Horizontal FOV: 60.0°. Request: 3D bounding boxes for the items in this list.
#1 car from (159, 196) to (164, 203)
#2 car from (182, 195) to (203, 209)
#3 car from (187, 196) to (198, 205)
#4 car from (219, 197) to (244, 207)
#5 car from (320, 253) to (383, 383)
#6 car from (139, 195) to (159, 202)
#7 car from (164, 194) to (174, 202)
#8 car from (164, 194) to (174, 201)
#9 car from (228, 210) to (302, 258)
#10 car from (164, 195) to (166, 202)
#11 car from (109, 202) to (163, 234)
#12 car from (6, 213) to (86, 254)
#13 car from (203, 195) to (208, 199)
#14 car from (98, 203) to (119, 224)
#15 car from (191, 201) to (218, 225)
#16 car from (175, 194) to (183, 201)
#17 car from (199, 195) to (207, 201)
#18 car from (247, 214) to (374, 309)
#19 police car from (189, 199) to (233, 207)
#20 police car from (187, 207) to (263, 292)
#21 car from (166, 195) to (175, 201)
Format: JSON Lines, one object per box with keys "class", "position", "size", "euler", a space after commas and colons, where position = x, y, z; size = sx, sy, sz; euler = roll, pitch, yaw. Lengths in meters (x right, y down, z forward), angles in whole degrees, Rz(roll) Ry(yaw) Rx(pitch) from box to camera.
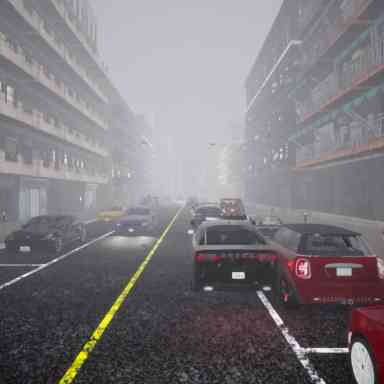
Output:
{"class": "car", "position": [-5.627, 1.305, 47.307], "size": [2.192, 1.841, 5.009], "euler": [0, 0, 0]}
{"class": "car", "position": [0.069, 1.483, 45.583], "size": [2.128, 1.511, 4.902], "euler": [0, 0, 0]}
{"class": "car", "position": [0.078, 1.463, 59.521], "size": [1.882, 1.535, 5.008], "euler": [0, 0, 0]}
{"class": "car", "position": [2.724, 1.312, 24.746], "size": [2.192, 1.841, 5.009], "euler": [0, 0, 0]}
{"class": "car", "position": [2.693, 1.545, 2.201], "size": [1.887, 1.381, 4.507], "euler": [0, 0, 0]}
{"class": "car", "position": [-5.635, 1.432, 41.671], "size": [1.967, 1.590, 4.097], "euler": [0, 0, 0]}
{"class": "car", "position": [-5.589, 1.293, 75.489], "size": [2.192, 1.841, 5.009], "euler": [0, 0, 0]}
{"class": "car", "position": [-5.583, 1.415, 81.125], "size": [1.967, 1.590, 4.097], "euler": [0, 0, 0]}
{"class": "car", "position": [2.708, 1.550, 13.473], "size": [2.008, 1.369, 4.403], "euler": [0, 0, 0]}
{"class": "car", "position": [-5.621, 1.570, 52.944], "size": [1.802, 1.307, 4.206], "euler": [0, 0, 0]}
{"class": "car", "position": [-3.075, 1.546, 19.484], "size": [2.033, 1.411, 5.357], "euler": [0, 0, 0]}
{"class": "car", "position": [-5.673, 1.565, 13.487], "size": [1.947, 1.339, 4.313], "euler": [0, 0, 0]}
{"class": "car", "position": [2.790, 1.503, 75.644], "size": [1.752, 1.417, 4.829], "euler": [0, 0, 0]}
{"class": "car", "position": [-5.658, 1.523, 24.591], "size": [1.752, 1.417, 4.829], "euler": [0, 0, 0]}
{"class": "car", "position": [0.858, 1.503, 24.972], "size": [1.837, 1.490, 4.892], "euler": [0, 0, 0]}
{"class": "car", "position": [-2.897, 1.327, 79.211], "size": [2.097, 1.767, 4.553], "euler": [0, 0, 0]}
{"class": "car", "position": [2.805, 1.517, 86.746], "size": [1.887, 1.381, 4.507], "euler": [0, 0, 0]}
{"class": "car", "position": [2.701, 1.440, 7.838], "size": [1.967, 1.590, 4.097], "euler": [0, 0, 0]}
{"class": "police car", "position": [0.924, 1.424, 19.082], "size": [1.930, 1.638, 5.238], "euler": [0, 0, 0]}
{"class": "police car", "position": [0.910, 1.425, 9.082], "size": [1.930, 1.638, 5.238], "euler": [0, 0, 0]}
{"class": "car", "position": [-5.575, 1.517, 86.762], "size": [1.887, 1.381, 4.507], "euler": [0, 0, 0]}
